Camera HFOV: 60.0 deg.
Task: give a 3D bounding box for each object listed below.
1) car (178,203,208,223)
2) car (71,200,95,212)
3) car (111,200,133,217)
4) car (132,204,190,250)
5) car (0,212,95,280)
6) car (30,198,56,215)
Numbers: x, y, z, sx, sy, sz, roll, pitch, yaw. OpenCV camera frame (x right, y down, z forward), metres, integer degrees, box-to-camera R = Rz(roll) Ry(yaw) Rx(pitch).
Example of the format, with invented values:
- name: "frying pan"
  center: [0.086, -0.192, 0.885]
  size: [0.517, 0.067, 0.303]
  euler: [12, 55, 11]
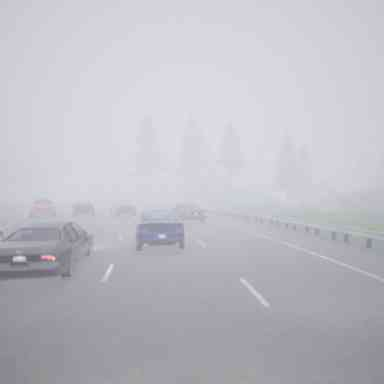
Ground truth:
- name: "car"
  center: [-0.423, 1.525, 25.144]
  size: [2.033, 1.411, 5.357]
  euler: [0, 0, -17]
- name: "car"
  center: [-10.772, 1.501, 32.742]
  size: [1.882, 1.535, 5.008]
  euler: [0, 0, -23]
- name: "car"
  center: [-6.578, 1.529, 31.780]
  size: [1.812, 1.442, 4.674]
  euler: [0, 0, -22]
- name: "car"
  center: [-1.519, 1.471, 14.517]
  size: [1.882, 1.535, 5.008]
  euler: [0, 0, -10]
- name: "car"
  center: [-4.244, 1.560, 10.003]
  size: [2.033, 1.411, 5.357]
  euler: [0, 0, -8]
- name: "car"
  center: [-14.070, 1.394, 31.548]
  size: [2.097, 1.767, 4.553]
  euler: [0, 0, -23]
